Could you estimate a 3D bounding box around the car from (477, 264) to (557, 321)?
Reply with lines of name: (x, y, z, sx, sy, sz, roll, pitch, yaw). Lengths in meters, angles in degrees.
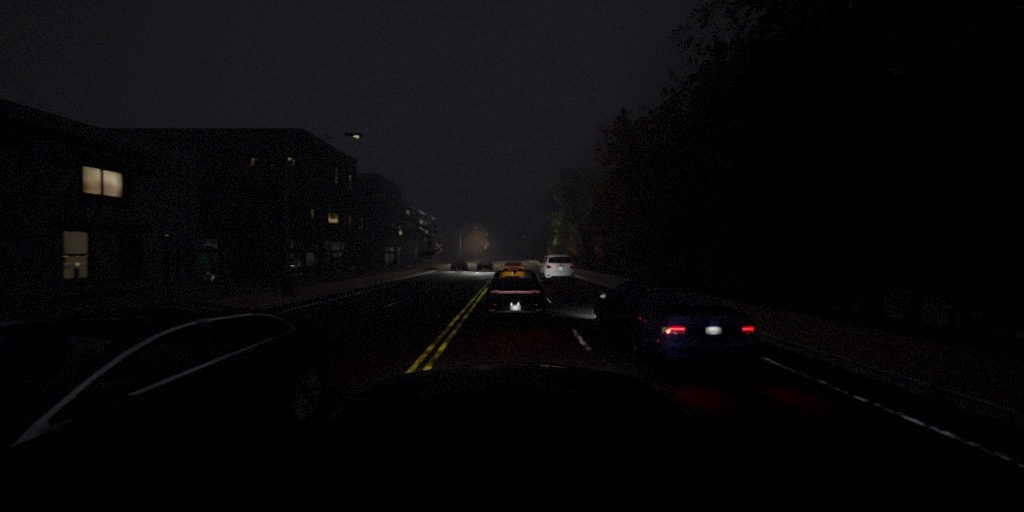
car: (0.100, 1.214, 12.375, 2.128, 1.511, 4.902, 0, 0, 0)

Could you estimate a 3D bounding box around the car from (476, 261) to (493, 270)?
car: (-3.342, 1.239, 44.633, 1.895, 1.301, 4.718, 0, 0, 0)

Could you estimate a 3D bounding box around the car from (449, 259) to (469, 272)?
car: (-6.587, 1.162, 45.156, 1.812, 1.442, 4.674, 0, 0, 0)

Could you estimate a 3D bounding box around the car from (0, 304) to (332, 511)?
car: (-3.351, 1.238, 2.888, 2.128, 1.511, 4.902, 0, 0, 0)

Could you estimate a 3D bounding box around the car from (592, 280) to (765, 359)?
car: (3.350, 1.280, 8.471, 2.033, 1.411, 5.357, 0, 0, 0)

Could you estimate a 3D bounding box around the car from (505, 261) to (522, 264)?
car: (0.097, 1.154, 29.869, 1.882, 1.535, 5.008, 0, 0, 0)

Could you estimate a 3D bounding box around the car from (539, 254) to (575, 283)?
car: (3.348, 0.905, 27.381, 2.150, 2.045, 5.566, 0, 0, 0)

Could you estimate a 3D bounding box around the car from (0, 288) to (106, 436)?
car: (-6.601, 1.225, 2.495, 1.882, 1.535, 5.008, 0, 0, 0)
